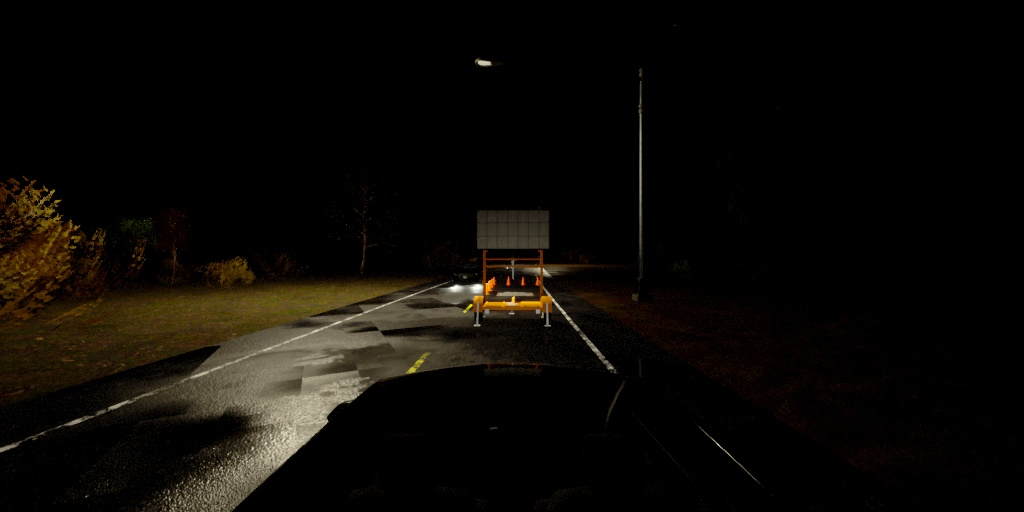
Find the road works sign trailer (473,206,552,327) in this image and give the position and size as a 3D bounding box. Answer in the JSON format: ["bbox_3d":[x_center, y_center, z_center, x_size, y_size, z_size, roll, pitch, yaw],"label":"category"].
[{"bbox_3d":[0.036,0.214,11.589,2.380,3.560,2.880,0,0,1],"label":"road works sign trailer"}]

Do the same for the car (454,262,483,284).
[{"bbox_3d":[-3.202,1.225,27.551,1.882,1.535,5.008,0,0,2],"label":"car"}]
